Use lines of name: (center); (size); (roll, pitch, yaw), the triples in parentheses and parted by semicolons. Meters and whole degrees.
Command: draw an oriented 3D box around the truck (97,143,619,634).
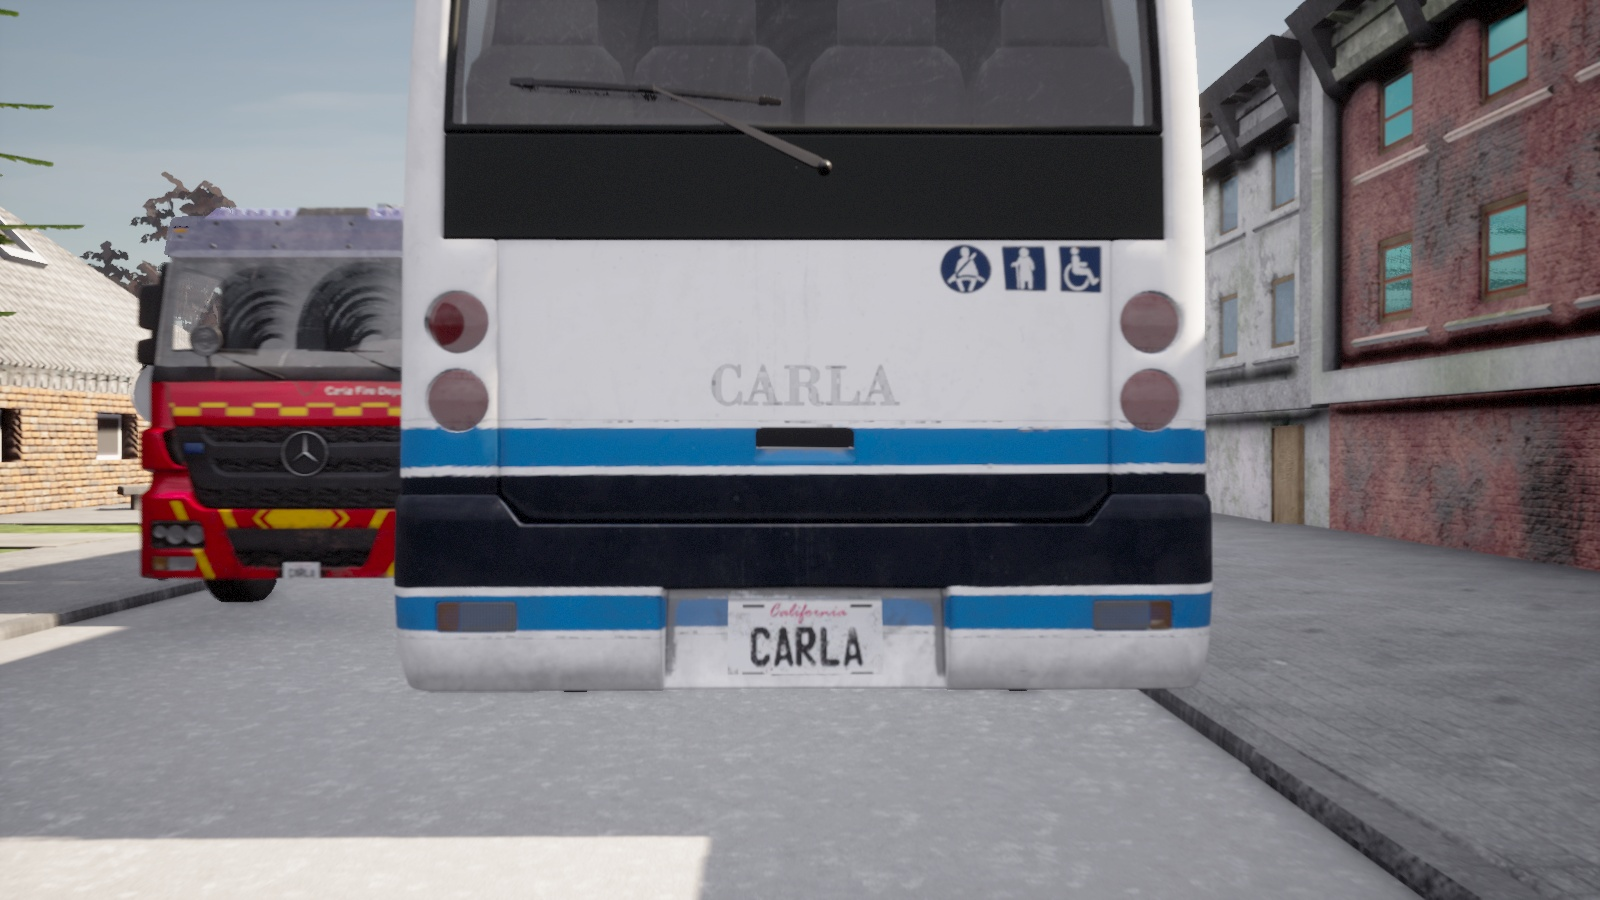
truck: (-4.065, -0.501, 14.050); (2.891, 3.827, 8.468); (0, 0, 0)

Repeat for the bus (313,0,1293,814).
bus: (-0.042, -0.688, 10.194); (3.944, 4.253, 10.273); (0, 0, -1)
